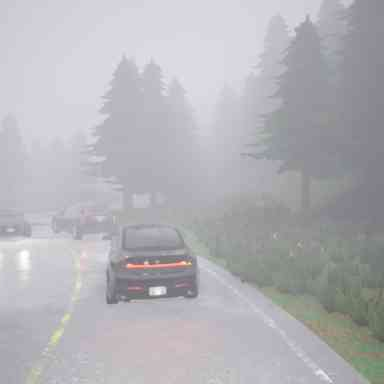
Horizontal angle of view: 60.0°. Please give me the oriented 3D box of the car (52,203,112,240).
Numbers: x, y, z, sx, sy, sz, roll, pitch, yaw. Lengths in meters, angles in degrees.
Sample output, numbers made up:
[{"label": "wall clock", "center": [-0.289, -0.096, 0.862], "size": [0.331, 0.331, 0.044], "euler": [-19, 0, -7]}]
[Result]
[{"label": "car", "center": [-5.718, 1.348, 17.457], "size": [2.097, 1.767, 4.553], "euler": [0, 0, -39]}]

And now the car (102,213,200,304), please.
[{"label": "car", "center": [-1.115, 1.502, 8.240], "size": [1.837, 1.490, 4.892], "euler": [0, 0, -12]}]

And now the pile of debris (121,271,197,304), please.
[{"label": "pile of debris", "center": [-0.858, 2.173, 7.751], "size": [1.500, 0.140, 1.860], "euler": [0, 0, -14]}]

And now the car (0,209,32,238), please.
[{"label": "car", "center": [-9.524, 1.560, 16.660], "size": [1.994, 1.385, 4.181], "euler": [0, 0, -40]}]
